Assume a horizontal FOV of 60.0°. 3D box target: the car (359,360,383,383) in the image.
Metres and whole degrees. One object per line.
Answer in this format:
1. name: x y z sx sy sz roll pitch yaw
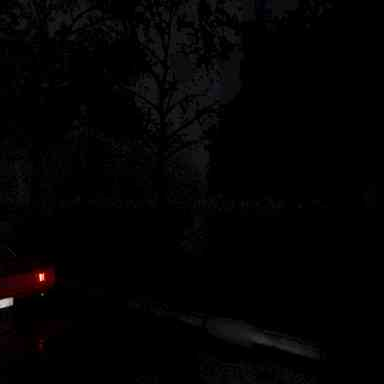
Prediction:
1. car: 3.162 1.504 1.122 4.892 1.490 1.837 0 0 35

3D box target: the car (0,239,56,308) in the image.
1. car: -4.993 1.611 6.964 4.718 1.301 1.895 0 0 36
